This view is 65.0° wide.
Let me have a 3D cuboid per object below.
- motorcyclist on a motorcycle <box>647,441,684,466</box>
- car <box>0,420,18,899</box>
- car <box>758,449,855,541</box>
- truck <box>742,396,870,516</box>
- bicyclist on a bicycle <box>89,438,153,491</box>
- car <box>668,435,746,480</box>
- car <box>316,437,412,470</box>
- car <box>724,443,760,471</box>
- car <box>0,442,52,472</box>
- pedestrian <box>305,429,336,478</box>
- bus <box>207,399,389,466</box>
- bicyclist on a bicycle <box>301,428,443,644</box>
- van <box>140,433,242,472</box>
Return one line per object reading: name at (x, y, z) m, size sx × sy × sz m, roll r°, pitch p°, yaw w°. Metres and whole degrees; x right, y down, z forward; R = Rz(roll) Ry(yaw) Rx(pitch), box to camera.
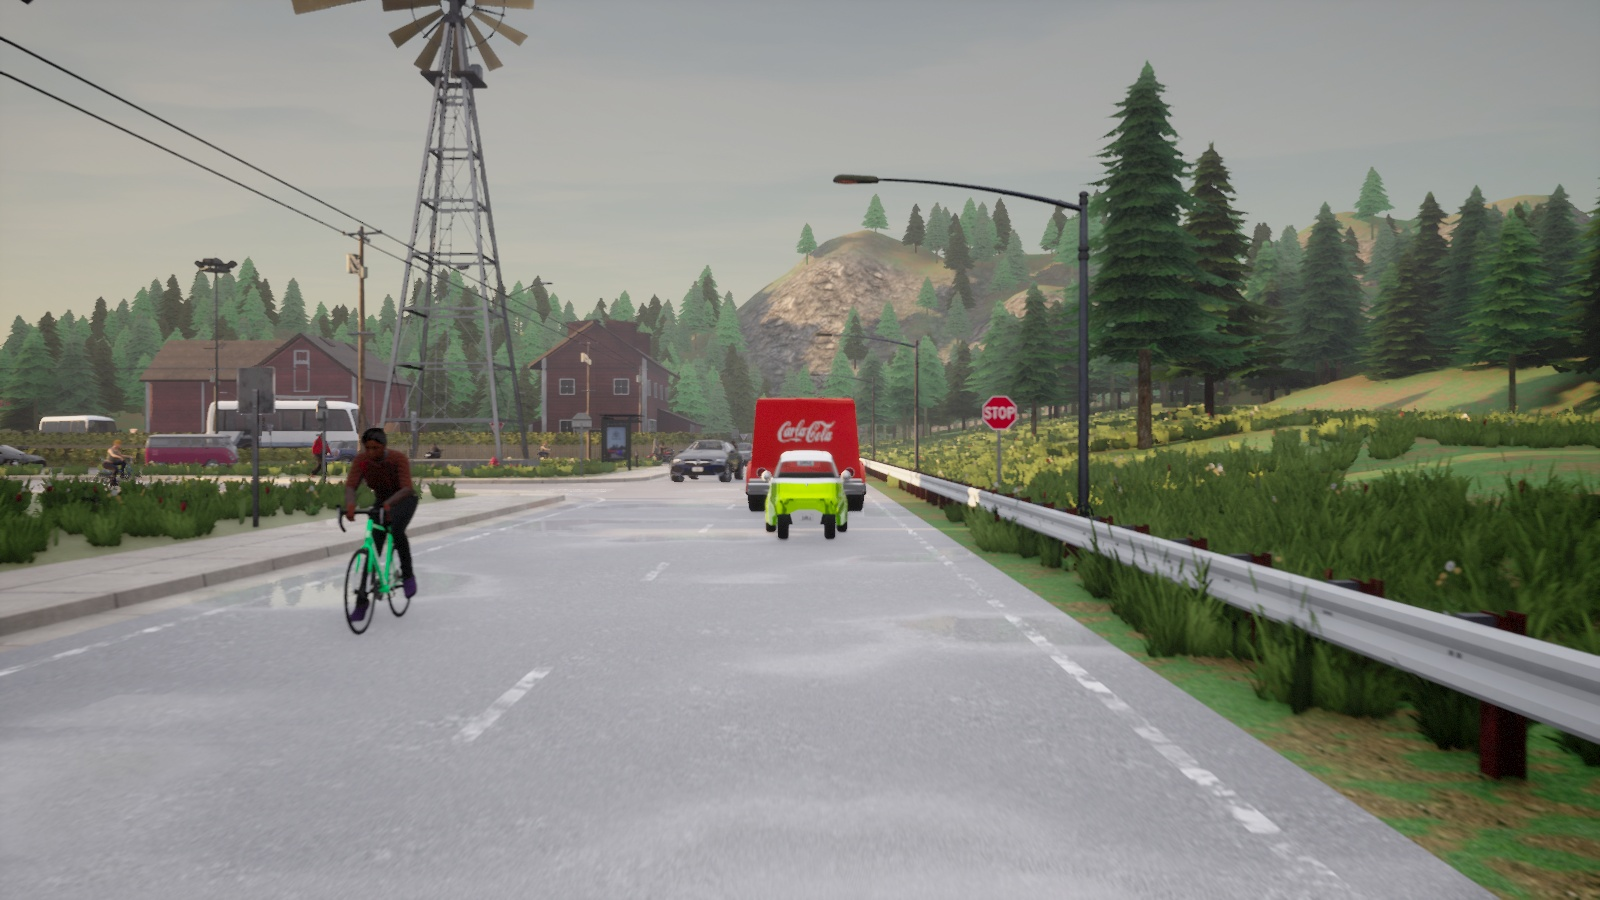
motorcyclist on a motorcycle at (-8.778, 0.228, 82.005) m, size 2.350 × 1.649 × 0.766 m, roll 0°, pitch 0°, yaw -1°
car at (-3.475, 0.681, 1.698) m, size 2.007 × 1.525 × 4.514 m, roll 0°, pitch 0°, yaw 0°
car at (0.104, 0.687, 20.201) m, size 1.481 × 1.376 × 2.207 m, roll 0°, pitch 1°, yaw 0°
truck at (0.136, 0.100, 28.430) m, size 2.627 × 2.467 × 5.204 m, roll 0°, pitch 0°, yaw 0°
bicyclist on a bicycle at (-21.085, 0.446, 39.005) m, size 1.509 × 1.612 × 0.866 m, roll 0°, pitch 0°, yaw -1°
car at (-3.541, 0.247, 48.801) m, size 2.152 × 1.651 × 5.027 m, roll 0°, pitch 0°, yaw 6°
car at (-24.072, 0.194, 69.437) m, size 2.097 × 1.767 × 4.553 m, roll 0°, pitch 0°, yaw 42°
car at (-3.191, 0.366, 69.609) m, size 1.845 × 1.501 × 3.633 m, roll 0°, pitch 0°, yaw -1°
car at (-41.527, 0.349, 64.631) m, size 4.792 × 1.488 × 2.163 m, roll 0°, pitch 0°, yaw 0°
pedestrian at (-18.294, 0.117, 47.896) m, size 0.899 × 1.844 × 0.634 m, roll 0°, pitch 0°, yaw 19°
bus at (-32.592, -1.118, 81.920) m, size 10.273 × 4.253 × 3.944 m, roll 0°, pitch 0°, yaw 0°
bicyclist on a bicycle at (-3.439, 0.639, 10.235) m, size 0.582 × 1.620 × 1.656 m, roll 0°, pitch 1°, yaw 0°
van at (-31.453, 0.108, 64.943) m, size 4.442 × 1.987 × 1.775 m, roll 0°, pitch 0°, yaw -7°
